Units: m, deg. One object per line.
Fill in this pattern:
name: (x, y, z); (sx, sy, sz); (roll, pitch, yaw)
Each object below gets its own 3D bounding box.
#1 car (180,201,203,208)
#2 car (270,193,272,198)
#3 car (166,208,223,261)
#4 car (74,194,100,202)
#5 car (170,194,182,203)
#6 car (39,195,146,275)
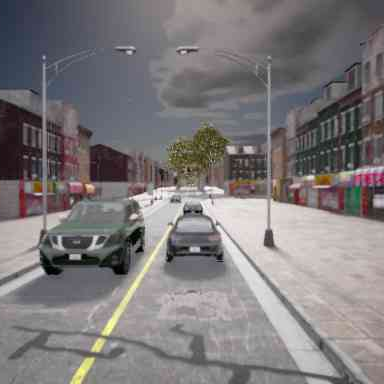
car: (0.099, 1.556, 32.798); (1.895, 1.301, 4.718); (0, 1, 0)
car: (17.199, 0.650, 64.695); (4.313, 1.339, 1.947); (-1, 1, 0)
car: (0.092, 1.544, 12.174); (1.812, 1.442, 4.674); (0, 0, 0)
car: (-20.383, 1.188, 64.558); (4.507, 1.381, 1.887); (-1, 1, 0)
car: (-2.752, 1.078, 56.694); (2.033, 1.411, 5.357); (0, 1, 0)
car: (-2.852, 1.238, 10.886); (2.150, 2.045, 5.566); (0, 0, 0)
